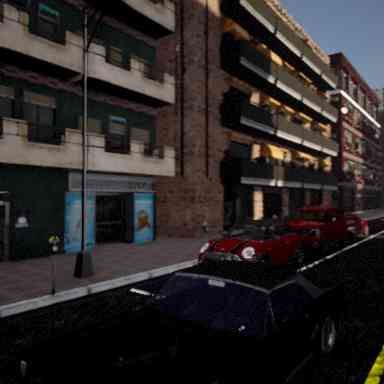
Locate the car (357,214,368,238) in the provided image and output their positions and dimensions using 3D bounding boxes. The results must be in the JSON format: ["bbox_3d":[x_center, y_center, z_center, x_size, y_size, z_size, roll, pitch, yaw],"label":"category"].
[{"bbox_3d":[9.003,1.910,19.307,1.802,1.307,4.206,-1,-1,39],"label":"car"}]

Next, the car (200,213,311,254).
[{"bbox_3d":[1.969,1.633,10.501,1.967,1.590,4.097,-1,-1,39],"label":"car"}]

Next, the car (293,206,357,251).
[{"bbox_3d":[5.486,1.576,14.907,2.192,1.841,5.009,-1,-1,39],"label":"car"}]

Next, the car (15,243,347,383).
[{"bbox_3d":[0.388,1.683,4.207,1.895,1.301,4.718,-1,-1,39],"label":"car"}]
